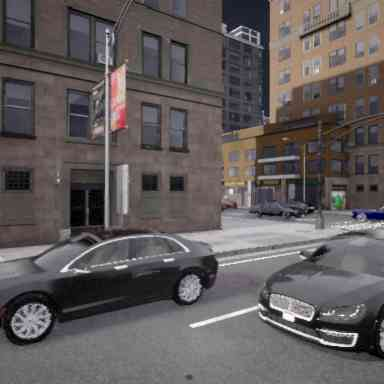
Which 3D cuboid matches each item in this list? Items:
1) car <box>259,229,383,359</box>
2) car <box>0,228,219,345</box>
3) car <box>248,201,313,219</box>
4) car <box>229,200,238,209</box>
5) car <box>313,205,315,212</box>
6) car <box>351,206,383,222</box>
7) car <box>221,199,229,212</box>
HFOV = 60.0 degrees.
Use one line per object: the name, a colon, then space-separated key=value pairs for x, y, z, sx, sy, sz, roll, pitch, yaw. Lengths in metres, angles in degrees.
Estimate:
car: x=3.325 y=1.504 z=6.062 sx=4.892 sy=1.490 sz=1.837 roll=0 pitch=0 yaw=-36
car: x=-1.685 y=1.506 z=6.476 sx=4.892 sy=1.490 sz=1.837 roll=1 pitch=0 yaw=-36
car: x=7.413 y=1.536 z=29.157 sx=2.033 sy=1.411 sz=5.357 roll=0 pitch=0 yaw=-37
car: x=4.168 y=1.587 z=43.285 sx=1.802 sy=1.307 sz=4.206 roll=0 pitch=0 yaw=-35
car: x=10.530 y=1.574 z=34.284 sx=1.947 sy=1.339 sz=4.313 roll=0 pitch=0 yaw=-35
car: x=14.337 y=1.603 z=24.499 sx=4.718 sy=1.301 sz=1.895 roll=0 pitch=0 yaw=33
car: x=1.631 y=1.586 z=37.366 sx=1.895 sy=1.301 sz=4.718 roll=0 pitch=0 yaw=-35
